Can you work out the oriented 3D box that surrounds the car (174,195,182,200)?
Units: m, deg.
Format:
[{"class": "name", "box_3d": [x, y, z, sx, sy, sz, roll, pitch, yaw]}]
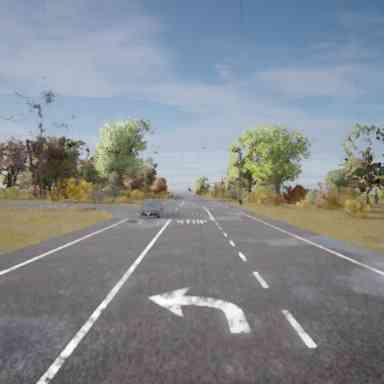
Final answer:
[{"class": "car", "box_3d": [-3.829, 1.514, 91.669, 1.994, 1.385, 4.181, 0, 0, 0]}]

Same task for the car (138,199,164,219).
[{"class": "car", "box_3d": [-3.495, 1.435, 28.838, 1.837, 1.490, 4.892, 0, 2, 0]}]
